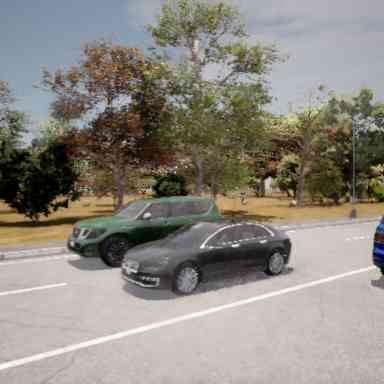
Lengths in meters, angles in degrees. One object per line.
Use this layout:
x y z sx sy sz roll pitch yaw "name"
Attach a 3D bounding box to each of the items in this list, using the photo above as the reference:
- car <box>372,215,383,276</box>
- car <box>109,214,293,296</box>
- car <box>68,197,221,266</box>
6.929 1.203 8.692 5.566 2.045 2.150 0 0 -35 "car"
0.586 1.494 8.710 4.892 1.490 1.837 0 0 -36 "car"
-1.347 1.211 11.632 5.566 2.045 2.150 0 0 -35 "car"
